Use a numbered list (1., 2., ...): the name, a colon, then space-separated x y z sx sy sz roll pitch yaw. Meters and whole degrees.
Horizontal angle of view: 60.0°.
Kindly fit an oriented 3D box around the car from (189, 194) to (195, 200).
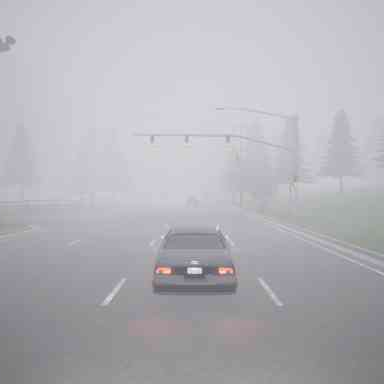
1. car: 0.019 1.310 93.954 1.882 1.535 5.008 0 0 0

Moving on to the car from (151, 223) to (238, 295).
1. car: 0.068 1.547 8.852 2.033 1.411 5.357 0 0 0

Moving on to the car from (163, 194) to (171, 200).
1. car: -6.981 1.385 93.955 1.994 1.385 4.181 0 0 0

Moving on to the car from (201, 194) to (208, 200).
1. car: 3.519 1.310 93.953 1.882 1.535 5.008 0 0 0

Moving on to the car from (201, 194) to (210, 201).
1. car: 3.517 1.492 83.533 1.837 1.490 4.892 0 0 0

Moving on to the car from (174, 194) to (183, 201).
1. car: -3.483 1.517 83.951 1.812 1.442 4.674 0 0 0

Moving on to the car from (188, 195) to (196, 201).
1. car: 0.017 1.531 83.534 2.033 1.411 5.357 0 0 0

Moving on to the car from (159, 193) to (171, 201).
1. car: -6.983 1.217 83.565 2.150 2.045 5.566 0 0 0

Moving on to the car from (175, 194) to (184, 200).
1. car: -3.481 1.357 93.955 2.128 1.511 4.902 0 0 0

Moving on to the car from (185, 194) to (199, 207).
1. car: 0.009 1.352 52.891 2.097 1.767 4.553 0 0 0
